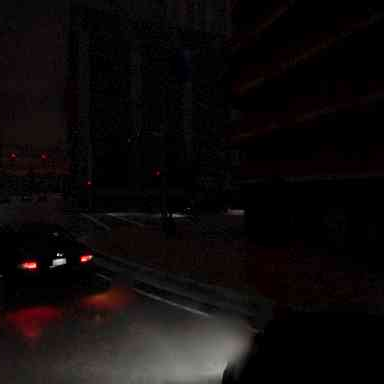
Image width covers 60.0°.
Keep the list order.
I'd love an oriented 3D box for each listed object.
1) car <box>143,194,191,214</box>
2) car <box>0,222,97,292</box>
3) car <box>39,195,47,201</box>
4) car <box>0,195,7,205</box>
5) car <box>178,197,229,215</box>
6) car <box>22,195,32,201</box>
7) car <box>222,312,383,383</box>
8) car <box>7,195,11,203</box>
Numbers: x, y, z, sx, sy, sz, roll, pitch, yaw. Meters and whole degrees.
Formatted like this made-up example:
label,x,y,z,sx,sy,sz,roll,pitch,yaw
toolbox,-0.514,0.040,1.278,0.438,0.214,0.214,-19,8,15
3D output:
label,x,y,z,sx,sy,sz,roll,pitch,yaw
car,-2.525,1.277,36.554,5.566,2.045,2.150,0,0,-22
car,-4.408,1.547,9.102,2.033,1.411,5.357,0,0,-38
car,-36.988,1.540,82.441,2.033,1.411,5.357,0,0,-23
car,-34.653,1.601,58.842,1.895,1.301,4.718,0,0,-23
car,1.461,1.560,34.413,4.892,1.490,1.837,0,0,-22
car,-40.079,1.525,80.763,2.128,1.511,4.902,0,0,-23
car,2.800,1.547,2.071,5.357,1.411,2.033,0,0,35
car,-38.620,1.355,68.288,2.097,1.767,4.553,0,0,-23
